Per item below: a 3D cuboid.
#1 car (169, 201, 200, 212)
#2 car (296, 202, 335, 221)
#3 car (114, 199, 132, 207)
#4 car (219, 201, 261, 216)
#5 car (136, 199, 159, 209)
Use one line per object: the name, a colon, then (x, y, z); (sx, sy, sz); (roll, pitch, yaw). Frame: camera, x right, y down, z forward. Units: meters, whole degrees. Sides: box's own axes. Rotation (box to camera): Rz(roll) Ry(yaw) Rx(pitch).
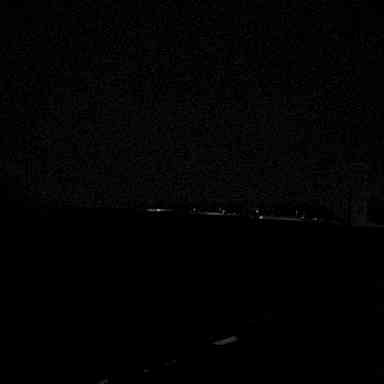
car: (-0.965, 1.836, 42.059); (1.895, 1.301, 4.718); (1, -1, -36)
car: (10.573, 1.564, 26.163); (2.128, 1.511, 4.902); (1, -1, -37)
car: (-13.390, 2.032, 64.270); (1.882, 1.535, 5.008); (1, -1, -36)
car: (4.845, 1.638, 34.012); (2.128, 1.511, 4.902); (1, -1, -36)
car: (-6.821, 1.837, 50.221); (1.837, 1.490, 4.892); (1, -1, -36)
